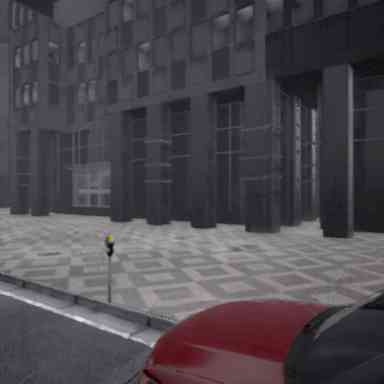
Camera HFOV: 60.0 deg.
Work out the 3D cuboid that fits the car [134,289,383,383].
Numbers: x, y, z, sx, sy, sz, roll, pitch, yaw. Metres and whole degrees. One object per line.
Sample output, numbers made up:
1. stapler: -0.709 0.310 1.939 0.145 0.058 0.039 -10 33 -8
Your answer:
1. car: 1.877 1.314 1.623 5.009 1.841 2.192 0 0 36
